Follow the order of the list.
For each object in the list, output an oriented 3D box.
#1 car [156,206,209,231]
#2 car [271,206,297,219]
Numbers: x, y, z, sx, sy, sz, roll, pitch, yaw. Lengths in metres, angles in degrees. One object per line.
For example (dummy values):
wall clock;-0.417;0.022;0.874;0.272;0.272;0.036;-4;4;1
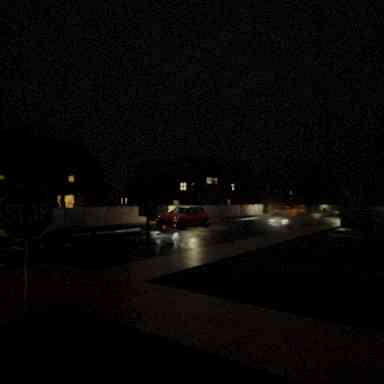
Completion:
car;-0.624;1.852;24.542;2.097;1.767;4.553;0;-2;35
car;11.641;2.525;41.925;1.882;1.535;5.008;0;-2;36
